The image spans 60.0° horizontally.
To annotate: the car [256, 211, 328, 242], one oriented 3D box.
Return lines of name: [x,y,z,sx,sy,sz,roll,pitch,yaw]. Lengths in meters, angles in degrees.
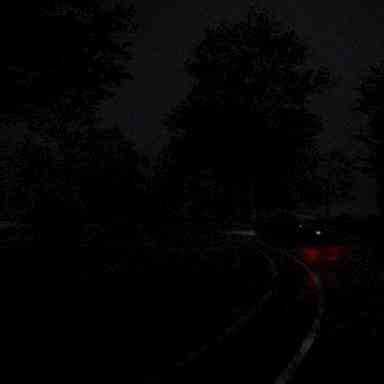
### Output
car: [5.140,1.734,17.653,1.812,1.442,4.674,0,-1,-18]

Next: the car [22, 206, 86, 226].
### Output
car: [-11.572,1.998,28.050,5.008,1.535,1.882,-1,-2,-3]
